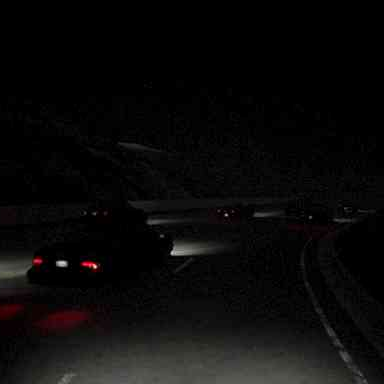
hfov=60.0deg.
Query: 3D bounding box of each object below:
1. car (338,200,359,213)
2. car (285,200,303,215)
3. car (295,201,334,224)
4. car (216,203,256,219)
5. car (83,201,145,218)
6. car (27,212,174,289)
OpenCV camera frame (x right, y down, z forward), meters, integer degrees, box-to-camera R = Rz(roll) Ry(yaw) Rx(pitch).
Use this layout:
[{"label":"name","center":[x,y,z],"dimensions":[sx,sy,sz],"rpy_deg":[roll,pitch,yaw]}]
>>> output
[{"label":"car","center":[18.729,1.688,39.807],"dimensions":[1.812,1.442,4.674],"rpy_deg":[0,0,33]},{"label":"car","center":[11.145,1.583,34.464],"dimensions":[1.882,1.535,5.008],"rpy_deg":[0,0,33]},{"label":"car","center":[9.657,1.614,25.600],"dimensions":[1.812,1.442,4.674],"rpy_deg":[0,0,32]},{"label":"car","center":[4.066,1.653,29.905],"dimensions":[1.895,1.301,4.718],"rpy_deg":[0,0,32]},{"label":"car","center":[-4.894,1.336,21.820],"dimensions":[2.097,1.767,4.553],"rpy_deg":[1,0,26]},{"label":"car","center":[-2.080,1.541,9.312],"dimensions":[2.033,1.411,5.357],"rpy_deg":[0,0,14]}]
